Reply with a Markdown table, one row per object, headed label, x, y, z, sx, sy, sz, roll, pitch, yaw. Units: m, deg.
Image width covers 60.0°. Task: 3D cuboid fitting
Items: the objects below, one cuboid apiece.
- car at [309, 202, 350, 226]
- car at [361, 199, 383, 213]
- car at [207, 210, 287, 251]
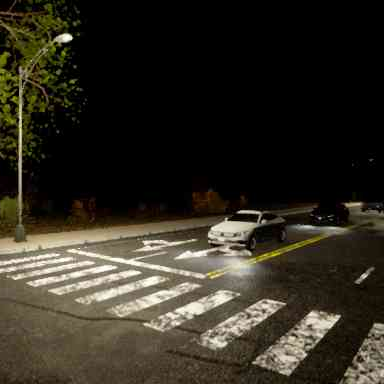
| label | x | y | z | sx | sy | sz | roll | pitch | yaw |
| --- | --- | --- | --- | --- | --- | --- | --- | --- | --- |
| car | 9.864 | 1.496 | 23.701 | 1.837 | 1.490 | 4.892 | 0 | 0 | 38 |
| car | 20.088 | 1.513 | 36.733 | 1.812 | 1.442 | 4.674 | 0 | 0 | 38 |
| car | 2.538 | 1.518 | 14.318 | 1.812 | 1.442 | 4.674 | 0 | 0 | 38 |
